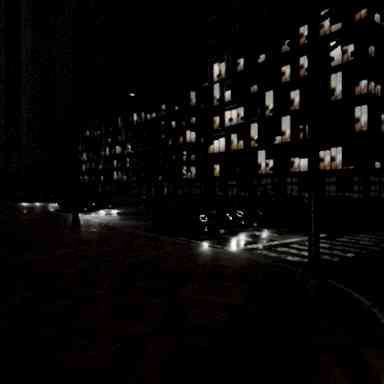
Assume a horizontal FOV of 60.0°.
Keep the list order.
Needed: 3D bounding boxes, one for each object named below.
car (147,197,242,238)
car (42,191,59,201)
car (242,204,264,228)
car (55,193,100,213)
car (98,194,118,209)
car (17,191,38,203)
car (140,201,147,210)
[{"bbox_3d":[-0.038,1.121,16.518,2.097,1.767,4.553,0,1,-38],"label":"car"},{"bbox_3d":[-19.565,0.507,46.744,1.895,1.301,4.718,0,1,-38],"label":"car"},{"bbox_3d":[1.950,1.099,19.247,2.097,1.767,4.553,0,1,-38],"label":"car"},{"bbox_3d":[-10.202,1.069,29.406,1.895,1.301,4.718,0,1,-38],"label":"car"},{"bbox_3d":[-9.431,0.957,33.682,2.033,1.411,5.357,0,1,-38],"label":"car"},{"bbox_3d":[-22.140,0.666,44.762,1.837,1.490,4.892,0,1,-38],"label":"car"},{"bbox_3d":[-2.960,1.117,31.051,1.895,1.301,4.718,0,1,-38],"label":"car"}]
